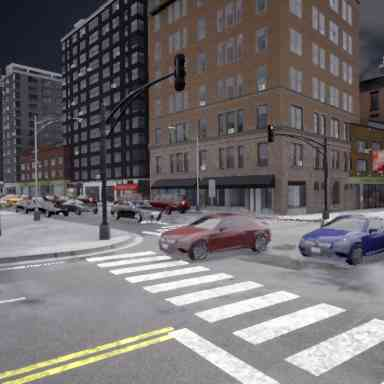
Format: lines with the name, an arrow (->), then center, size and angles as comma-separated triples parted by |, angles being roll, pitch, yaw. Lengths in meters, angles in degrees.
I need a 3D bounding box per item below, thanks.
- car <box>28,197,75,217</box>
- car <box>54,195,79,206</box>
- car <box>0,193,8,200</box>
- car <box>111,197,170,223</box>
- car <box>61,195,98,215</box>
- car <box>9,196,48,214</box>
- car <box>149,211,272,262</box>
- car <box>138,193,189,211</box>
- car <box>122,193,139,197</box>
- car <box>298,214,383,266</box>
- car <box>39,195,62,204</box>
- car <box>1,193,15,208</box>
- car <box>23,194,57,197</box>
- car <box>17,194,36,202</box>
car -> -12.405, 1.418, 29.188 | 1.947, 1.339, 4.313 | 0, 1, -44
car -> -17.812, 1.181, 46.983 | 1.802, 1.307, 4.206 | 0, 1, -44
car -> -40.843, 0.885, 70.680 | 1.947, 1.339, 4.313 | 0, 1, -44
car -> -4.188, 1.372, 24.677 | 2.128, 1.511, 4.902 | -1, 1, -44
car -> -10.607, 1.336, 31.280 | 1.812, 1.442, 4.674 | -1, 1, -44
car -> -16.243, 1.375, 33.137 | 1.947, 1.339, 4.313 | 0, 1, -44
car -> 1.006, 1.548, 12.402 | 4.674, 1.442, 1.812 | 0, 0, -35
car -> -2.458, 1.087, 31.182 | 2.192, 1.841, 5.009 | 0, 1, -44
car -> -6.296, 1.045, 35.132 | 2.192, 1.841, 5.009 | 0, 1, -44
car -> 5.786, 1.539, 11.823 | 4.674, 1.442, 1.812 | -1, 1, -36
car -> -21.651, 1.136, 50.933 | 1.802, 1.307, 4.206 | 0, 1, -44
car -> -23.800, 1.248, 40.912 | 1.752, 1.417, 4.829 | 0, 1, -44
car -> -17.536, 1.258, 38.424 | 1.812, 1.442, 4.674 | -1, 1, -44
car -> -29.328, 1.044, 58.832 | 1.802, 1.307, 4.206 | 0, 1, -44
